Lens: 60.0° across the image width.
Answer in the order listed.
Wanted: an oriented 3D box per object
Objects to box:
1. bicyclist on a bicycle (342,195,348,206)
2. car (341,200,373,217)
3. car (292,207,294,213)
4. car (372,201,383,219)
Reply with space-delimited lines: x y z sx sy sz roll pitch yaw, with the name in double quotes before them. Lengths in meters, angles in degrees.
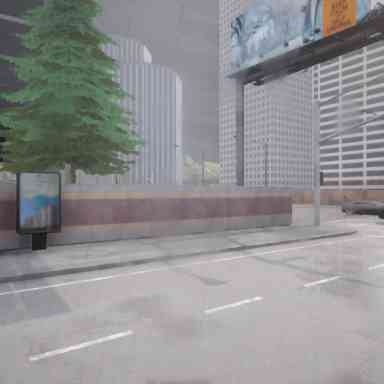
"bicyclist on a bicycle" 21.291 1.301 46.319 1.656 1.620 0.582 0 0 -35
"car" 15.785 1.492 29.394 2.128 1.511 4.902 0 0 -38
"car" 8.224 1.564 33.650 1.994 1.385 4.181 0 0 -35
"car" 15.711 1.477 23.061 1.882 1.535 5.008 0 0 -35
